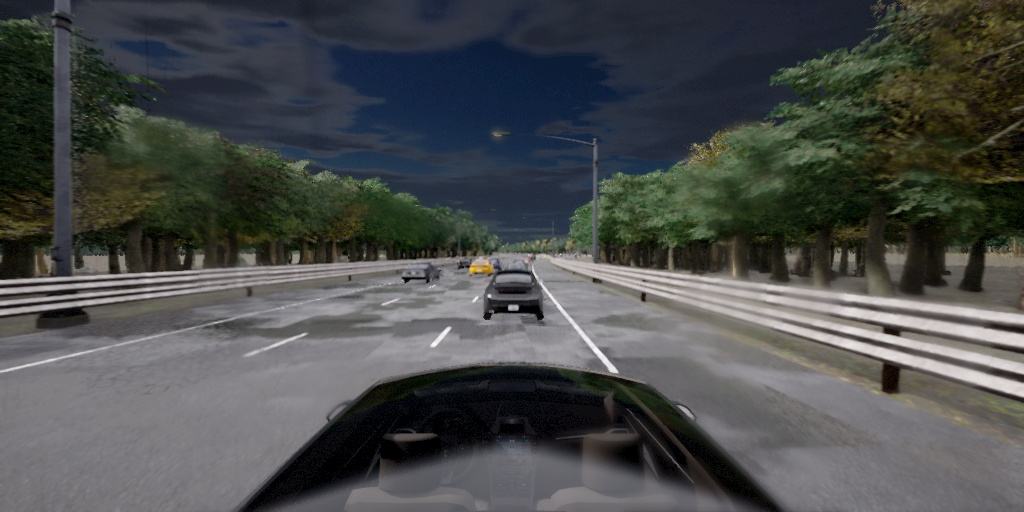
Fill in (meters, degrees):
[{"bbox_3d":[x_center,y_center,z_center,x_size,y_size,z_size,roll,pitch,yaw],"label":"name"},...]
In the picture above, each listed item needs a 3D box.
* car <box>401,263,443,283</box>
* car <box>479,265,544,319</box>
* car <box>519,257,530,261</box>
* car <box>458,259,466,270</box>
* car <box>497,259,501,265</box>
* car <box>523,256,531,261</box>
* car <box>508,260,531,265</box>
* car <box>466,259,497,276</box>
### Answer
[{"bbox_3d":[-6.581,1.201,26.680,2.033,1.411,5.357,0,0,2],"label":"car"},{"bbox_3d":[0.069,1.218,12.628,1.837,1.490,4.892,0,0,1],"label":"car"},{"bbox_3d":[0.838,1.155,42.055,1.994,1.385,4.181,0,0,2],"label":"car"},{"bbox_3d":[-5.850,1.064,46.972,1.837,1.490,4.892,0,1,3],"label":"car"},{"bbox_3d":[-2.390,1.090,46.020,1.812,1.442,4.674,0,0,3],"label":"car"},{"bbox_3d":[2.046,1.067,65.124,1.895,1.301,4.718,0,0,4],"label":"car"},{"bbox_3d":[0.386,1.248,29.155,1.895,1.301,4.718,0,0,2],"label":"car"},{"bbox_3d":[-2.843,1.099,34.362,1.882,1.535,5.008,0,0,2],"label":"car"}]
